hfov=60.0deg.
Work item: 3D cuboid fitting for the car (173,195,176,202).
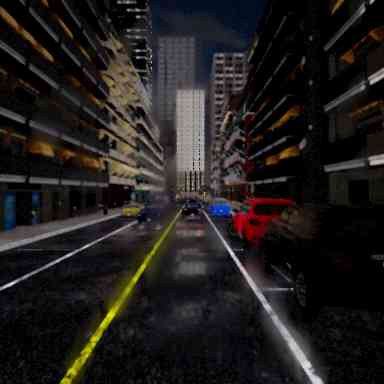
[{"bbox_3d":[-5.674,2.065,87.708,1.947,1.339,4.313,-1,0,0],"label":"car"}]

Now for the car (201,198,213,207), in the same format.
[{"bbox_3d":[2.699,1.886,60.075,2.008,1.369,4.403,-1,0,0],"label":"car"}]

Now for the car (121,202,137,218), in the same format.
[{"bbox_3d":[-5.690,1.702,32.304,1.752,1.417,4.829,0,0,0],"label":"car"}]

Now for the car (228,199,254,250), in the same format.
[{"bbox_3d":[3.110,1.301,14.824,2.150,2.045,5.566,0,0,0],"label":"car"}]

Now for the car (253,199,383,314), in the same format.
[{"bbox_3d":[3.108,1.270,7.824,2.150,2.045,5.566,0,0,0],"label":"car"}]

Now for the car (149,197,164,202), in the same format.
[{"bbox_3d":[-5.684,1.837,49.044,1.947,1.339,4.313,0,0,0],"label":"car"}]

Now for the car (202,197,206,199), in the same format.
[{"bbox_3d":[2.698,1.854,54.552,2.008,1.369,4.403,-1,0,0],"label":"car"}]

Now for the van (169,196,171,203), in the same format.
[{"bbox_3d":[-5.682,1.708,65.616,1.690,1.788,3.998,-1,0,0],"label":"van"}]

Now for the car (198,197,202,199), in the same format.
[{"bbox_3d":[0.095,1.795,48.793,1.812,1.442,4.674,0,0,0],"label":"car"}]

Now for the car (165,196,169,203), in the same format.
[{"bbox_3d":[-5.682,1.880,60.091,1.887,1.381,4.507,0,0,0],"label":"car"}]

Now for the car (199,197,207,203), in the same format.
[{"bbox_3d":[2.705,1.992,82.339,1.752,1.417,4.829,-1,0,0],"label":"car"}]

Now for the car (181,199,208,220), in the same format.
[{"bbox_3d":[0.061,1.652,29.336,2.128,1.511,4.902,0,0,0],"label":"car"}]

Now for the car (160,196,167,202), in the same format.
[{"bbox_3d":[-5.683,1.848,54.567,1.887,1.381,4.507,0,0,0],"label":"car"}]

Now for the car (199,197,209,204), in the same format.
[{"bbox_3d":[2.704,1.983,76.645,2.008,1.369,4.403,-1,0,0],"label":"car"}]

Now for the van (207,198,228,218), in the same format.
[{"bbox_3d":[2.690,1.518,32.461,1.690,1.788,3.998,-1,0,0],"label":"van"}]

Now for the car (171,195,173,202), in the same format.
[{"bbox_3d":[-5.680,1.840,71.138,1.967,1.590,4.097,-1,0,0],"label":"car"}]

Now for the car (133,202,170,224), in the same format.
[{"bbox_3d":[-3.091,1.743,26.264,1.895,1.301,4.718,0,0,0],"label":"car"}]
